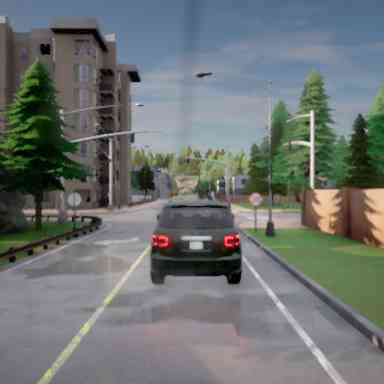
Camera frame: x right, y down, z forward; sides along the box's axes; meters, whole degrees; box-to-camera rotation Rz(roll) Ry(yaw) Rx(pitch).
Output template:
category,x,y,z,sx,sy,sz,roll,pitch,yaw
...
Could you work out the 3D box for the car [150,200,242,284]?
category,x,y,z,sx,sy,sz,roll,pitch,yaw
car,0.096,1.222,9.701,2.150,2.045,5.566,0,0,0
